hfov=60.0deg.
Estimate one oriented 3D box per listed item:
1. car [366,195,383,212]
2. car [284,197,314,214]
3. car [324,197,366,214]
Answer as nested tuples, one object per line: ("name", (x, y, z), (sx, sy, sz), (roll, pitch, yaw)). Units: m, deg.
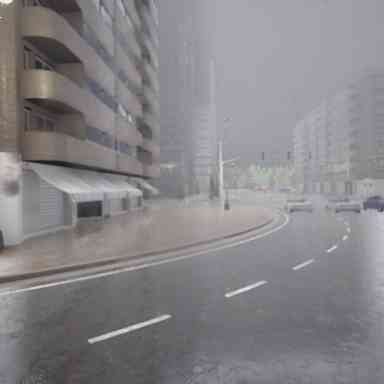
("car", (16.840, 0.964, 29.432), (1.812, 1.442, 4.674), (-1, 1, 3))
("car", (9.439, 1.156, 29.481), (1.895, 1.301, 4.718), (-1, 1, 8))
("car", (12.782, 1.114, 28.359), (1.895, 1.301, 4.718), (-1, 1, 9))
